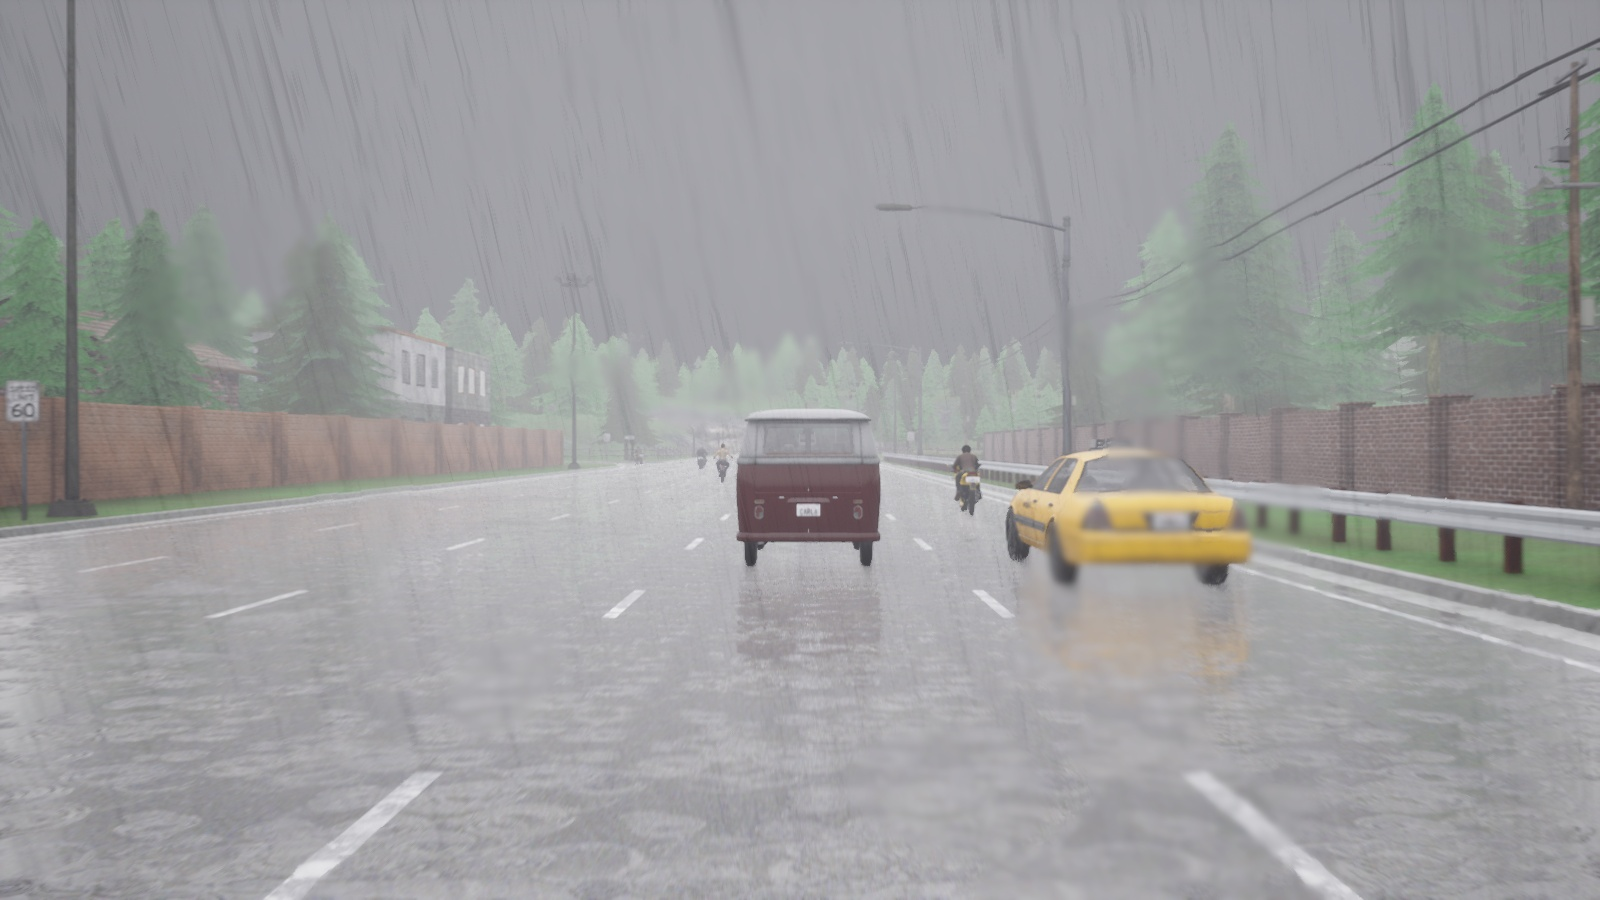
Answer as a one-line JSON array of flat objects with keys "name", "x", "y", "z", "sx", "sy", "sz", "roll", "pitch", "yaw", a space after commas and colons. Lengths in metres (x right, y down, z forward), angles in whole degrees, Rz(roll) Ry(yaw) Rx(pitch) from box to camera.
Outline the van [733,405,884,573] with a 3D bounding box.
[{"name": "van", "x": 0.113, "y": 0.455, "z": 17.079, "sx": 1.775, "sy": 1.987, "sz": 4.442, "roll": 0, "pitch": 0, "yaw": 0}]

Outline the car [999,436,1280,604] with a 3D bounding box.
[{"name": "car", "x": 3.598, "y": 0.651, "z": 14.431, "sx": 1.801, "sy": 1.575, "sz": 5.366, "roll": 0, "pitch": 0, "yaw": 0}]

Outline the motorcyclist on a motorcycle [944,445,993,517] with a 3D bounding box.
[{"name": "motorcyclist on a motorcycle", "x": 3.673, "y": 0.660, "z": 27.547, "sx": 0.797, "sy": 1.523, "sz": 2.044, "roll": 0, "pitch": 0, "yaw": 0}]
